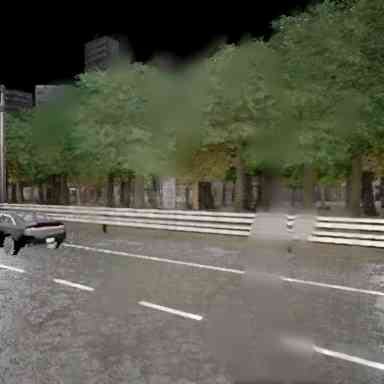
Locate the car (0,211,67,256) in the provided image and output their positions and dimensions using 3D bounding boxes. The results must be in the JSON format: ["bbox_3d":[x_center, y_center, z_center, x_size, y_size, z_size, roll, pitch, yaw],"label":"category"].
[{"bbox_3d":[-6.978,1.494,13.141,4.902,1.511,2.128,0,0,35],"label":"car"}]
